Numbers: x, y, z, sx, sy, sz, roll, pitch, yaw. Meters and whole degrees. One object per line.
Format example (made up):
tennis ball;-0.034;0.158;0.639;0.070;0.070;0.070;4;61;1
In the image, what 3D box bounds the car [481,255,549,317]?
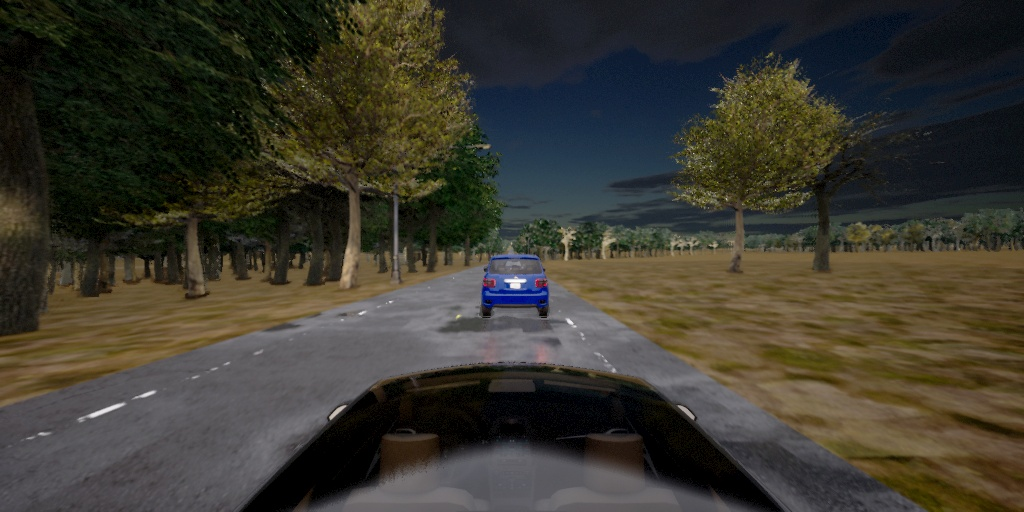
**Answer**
car;0.100;0.970;13.278;2.150;2.045;5.566;0;0;0
